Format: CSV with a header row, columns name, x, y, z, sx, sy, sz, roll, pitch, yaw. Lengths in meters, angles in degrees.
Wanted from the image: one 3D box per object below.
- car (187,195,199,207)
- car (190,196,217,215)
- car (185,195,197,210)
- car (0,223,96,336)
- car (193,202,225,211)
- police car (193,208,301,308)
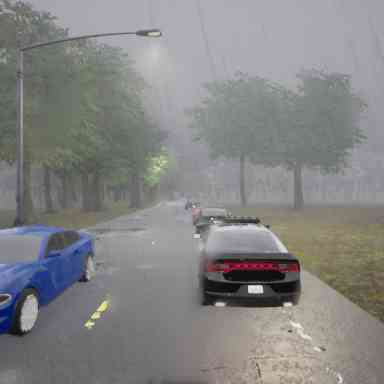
name,x,y,z,sx,sy,sz,roll,pitch,yaw
car,0.164,1.487,59.498,2.150,2.045,5.566,0,-1,0
car,1.115,1.366,24.025,2.097,1.767,4.553,0,0,0
car,0.171,1.489,45.511,2.097,1.767,4.553,0,0,1
car,-3.482,1.479,6.862,1.882,1.535,5.008,0,0,0
car,1.099,1.510,18.052,1.837,1.490,4.892,0,0,0
police car,1.072,1.426,8.161,1.930,1.638,5.238,0,0,0
